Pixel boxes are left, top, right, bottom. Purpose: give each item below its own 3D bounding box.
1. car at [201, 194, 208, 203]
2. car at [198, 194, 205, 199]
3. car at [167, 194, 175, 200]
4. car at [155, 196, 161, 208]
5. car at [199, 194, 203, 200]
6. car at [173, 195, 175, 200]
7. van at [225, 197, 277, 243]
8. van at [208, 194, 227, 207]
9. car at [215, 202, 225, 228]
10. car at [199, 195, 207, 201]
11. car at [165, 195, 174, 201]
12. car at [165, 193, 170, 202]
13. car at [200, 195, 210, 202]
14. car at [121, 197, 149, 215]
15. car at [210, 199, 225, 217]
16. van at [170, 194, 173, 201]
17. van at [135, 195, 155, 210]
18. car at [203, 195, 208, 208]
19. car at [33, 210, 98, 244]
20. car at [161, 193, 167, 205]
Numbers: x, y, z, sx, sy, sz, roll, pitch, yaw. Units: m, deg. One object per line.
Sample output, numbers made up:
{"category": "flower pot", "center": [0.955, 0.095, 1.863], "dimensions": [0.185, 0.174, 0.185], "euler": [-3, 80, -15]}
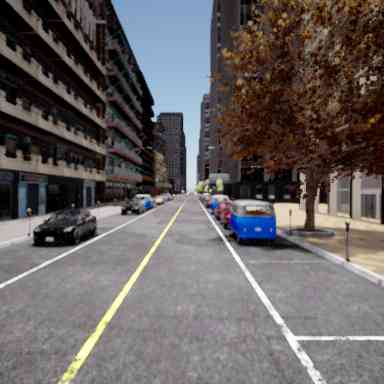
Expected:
{"category": "car", "center": [2.721, 1.418, 49.425], "dimensions": [2.008, 1.369, 4.403], "euler": [0, 0, 0]}
{"category": "car", "center": [2.747, 1.285, 94.735], "dimensions": [1.967, 1.590, 4.097], "euler": [0, 0, 0]}
{"category": "car", "center": [-5.635, 1.285, 89.075], "dimensions": [1.967, 1.590, 4.097], "euler": [0, 0, 0]}
{"category": "car", "center": [-5.662, 1.424, 43.766], "dimensions": [2.008, 1.369, 4.403], "euler": [0, 0, 0]}
{"category": "car", "center": [2.724, 1.414, 55.087], "dimensions": [2.008, 1.369, 4.403], "euler": [0, 0, 0]}
{"category": "car", "center": [-5.643, 1.376, 77.579], "dimensions": [1.752, 1.417, 4.829], "euler": [0, 0, 0]}
{"category": "van", "center": [2.703, 1.288, 15.446], "dimensions": [1.690, 1.788, 3.998], "euler": [0, 0, 0]}
{"category": "van", "center": [2.712, 1.236, 32.435], "dimensions": [1.690, 1.788, 3.998], "euler": [0, 0, 0]}
{"category": "car", "center": [2.706, 1.511, 21.110], "dimensions": [1.802, 1.307, 4.206], "euler": [0, 0, 0]}
{"category": "car", "center": [2.741, 1.392, 83.408], "dimensions": [1.887, 1.381, 4.507], "euler": [0, 0, 0]}
{"category": "car", "center": [-5.639, 1.413, 83.413], "dimensions": [1.947, 1.339, 4.313], "euler": [0, 0, 0]}
{"category": "car", "center": [-5.652, 1.410, 60.757], "dimensions": [2.008, 1.369, 4.403], "euler": [0, 0, 0]}
{"category": "car", "center": [2.735, 1.404, 72.080], "dimensions": [2.008, 1.369, 4.403], "euler": [0, 0, 0]}
{"category": "car", "center": [-5.668, 1.461, 32.440], "dimensions": [1.947, 1.339, 4.313], "euler": [0, 0, 0]}
{"category": "car", "center": [2.709, 1.493, 26.772], "dimensions": [1.802, 1.307, 4.206], "euler": [0, 0, 0]}
{"category": "van", "center": [-5.645, 1.194, 72.085], "dimensions": [1.690, 1.788, 3.998], "euler": [0, 0, 0]}
{"category": "van", "center": [-5.664, 1.224, 38.104], "dimensions": [1.690, 1.788, 3.998], "euler": [0, 0, 0]}
{"category": "car", "center": [2.718, 1.455, 43.761], "dimensions": [1.802, 1.307, 4.206], "euler": [0, 0, 0]}
{"category": "car", "center": [-5.678, 1.512, 15.451], "dimensions": [1.947, 1.339, 4.313], "euler": [0, 0, 0]}
{"category": "car", "center": [-5.656, 1.388, 54.922], "dimensions": [1.752, 1.417, 4.829], "euler": [0, 0, 0]}
